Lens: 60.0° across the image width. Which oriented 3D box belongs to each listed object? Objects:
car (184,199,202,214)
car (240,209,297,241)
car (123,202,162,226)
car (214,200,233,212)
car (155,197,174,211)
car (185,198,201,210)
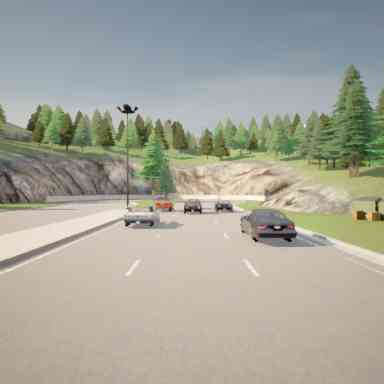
[{"bbox_3d":[0.099,1.601,35.653,1.895,1.301,4.718,0,0,0],"label":"car"},{"bbox_3d":[3.600,1.547,16.531,2.033,1.411,5.357,0,0,0],"label":"car"},{"bbox_3d":[-3.400,1.601,23.119,1.895,1.301,4.718,0,0,0],"label":"car"},{"bbox_3d":[3.607,1.601,39.033,1.895,1.301,4.718,0,0,0],"label":"car"},{"bbox_3d":[-3.375,1.352,40.366,2.097,1.767,4.553,0,0,0],"label":"car"},{"bbox_3d":[0.184,1.564,44.412,1.994,1.385,4.181,0,0,2],"label":"car"}]
